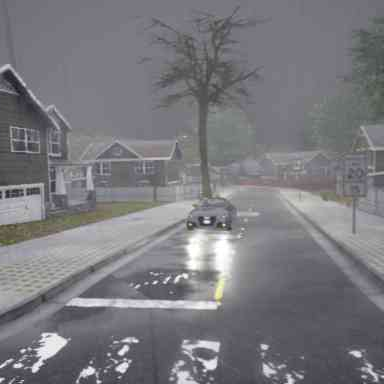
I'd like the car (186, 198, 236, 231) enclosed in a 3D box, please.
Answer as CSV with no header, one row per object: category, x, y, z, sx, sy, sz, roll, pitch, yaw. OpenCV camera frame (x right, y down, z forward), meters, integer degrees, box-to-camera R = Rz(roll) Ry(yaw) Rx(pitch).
car,1.026,0.985,15.903,1.994,1.385,4.181,-1,2,12
